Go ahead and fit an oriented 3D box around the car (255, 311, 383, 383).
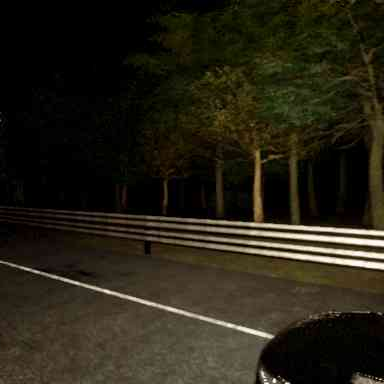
[{"bbox_3d":[2.787,1.513,2.047,4.892,1.490,1.837,0,0,35],"label":"car"}]
